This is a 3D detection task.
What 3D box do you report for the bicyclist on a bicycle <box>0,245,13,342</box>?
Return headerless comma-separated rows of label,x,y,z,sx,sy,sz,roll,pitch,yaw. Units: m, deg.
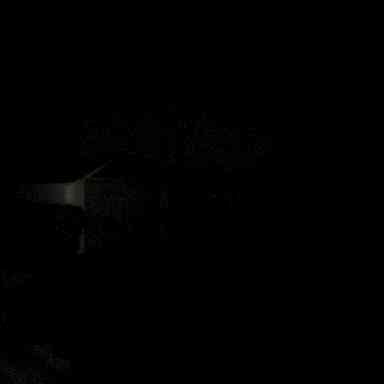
bicyclist on a bicycle,-3.243,1.464,5.322,0.582,1.620,1.656,-18,12,-33
